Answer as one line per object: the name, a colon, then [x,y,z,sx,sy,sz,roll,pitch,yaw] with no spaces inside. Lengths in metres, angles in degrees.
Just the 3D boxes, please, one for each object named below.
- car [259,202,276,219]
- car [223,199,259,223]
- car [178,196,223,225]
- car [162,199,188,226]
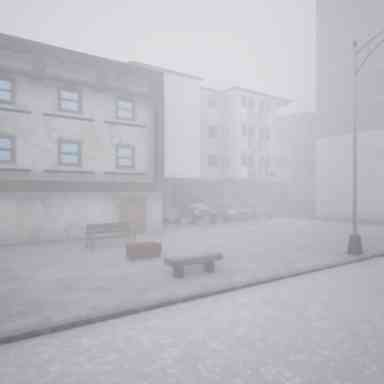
car: [4.886,1.414,26.964,1.816,1.474,4.193,0,0,-26]
car: [2.567,1.346,25.133,2.242,1.667,4.611,0,0,-26]
car: [0.178,1.241,23.141,1.905,1.878,3.866,0,0,-26]
car: [-2.017,1.412,22.072,1.845,1.501,3.633,0,0,-26]
